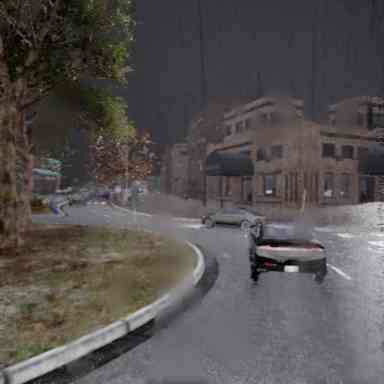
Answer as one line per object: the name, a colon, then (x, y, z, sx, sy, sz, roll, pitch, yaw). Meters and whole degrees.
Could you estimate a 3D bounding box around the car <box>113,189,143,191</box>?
car: (-11.860, 0.809, 61.524, 4.553, 1.767, 2.185, 1, 1, -12)

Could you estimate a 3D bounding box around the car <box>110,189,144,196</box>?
car: (-13.002, 0.562, 66.902, 5.566, 2.045, 2.435, 1, 1, -12)

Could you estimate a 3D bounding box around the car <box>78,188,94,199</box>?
car: (-20.921, 0.570, 66.566, 2.097, 1.767, 4.553, 1, 1, -11)

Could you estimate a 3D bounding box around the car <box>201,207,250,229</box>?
car: (2.639, 1.661, 21.101, 4.181, 1.385, 1.994, 0, 0, 38)

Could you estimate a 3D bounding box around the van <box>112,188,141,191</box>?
van: (-12.573, 0.646, 64.188, 4.442, 1.987, 1.878, 1, 1, -12)

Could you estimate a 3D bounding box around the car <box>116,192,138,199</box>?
car: (-14.089, 0.725, 72.138, 4.674, 1.452, 2.002, 1, 1, -10)

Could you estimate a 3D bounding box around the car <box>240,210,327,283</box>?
car: (2.626, 1.553, 10.001, 2.128, 1.511, 4.902, 1, 0, 8)

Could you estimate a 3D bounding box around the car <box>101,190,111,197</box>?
car: (-19.860, 0.350, 77.207, 1.837, 1.490, 4.892, 1, 1, -9)

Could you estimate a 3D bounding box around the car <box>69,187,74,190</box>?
car: (-33.207, 0.069, 87.108, 2.163, 1.488, 4.792, 1, 1, -6)

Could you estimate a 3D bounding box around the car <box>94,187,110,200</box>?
car: (-17.954, 0.470, 67.049, 2.150, 2.045, 5.566, 1, 1, -11)

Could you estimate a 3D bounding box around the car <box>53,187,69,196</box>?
car: (-32.500, 0.184, 81.662, 2.097, 1.535, 5.008, 1, 1, -8)

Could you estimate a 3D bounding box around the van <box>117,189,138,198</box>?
van: (-14.460, 0.393, 74.821, 4.442, 1.987, 1.878, 1, 1, -10)

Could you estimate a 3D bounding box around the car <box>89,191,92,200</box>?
car: (-18.779, 0.997, 56.861, 1.994, 1.385, 4.181, 1, 1, -12)

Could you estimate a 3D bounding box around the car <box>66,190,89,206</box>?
car: (-16.188, 0.988, 47.140, 2.097, 1.767, 4.553, 1, 1, -16)

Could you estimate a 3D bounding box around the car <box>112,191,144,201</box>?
car: (-11.330, 0.994, 58.824, 4.892, 1.521, 2.231, 1, 1, -12)
